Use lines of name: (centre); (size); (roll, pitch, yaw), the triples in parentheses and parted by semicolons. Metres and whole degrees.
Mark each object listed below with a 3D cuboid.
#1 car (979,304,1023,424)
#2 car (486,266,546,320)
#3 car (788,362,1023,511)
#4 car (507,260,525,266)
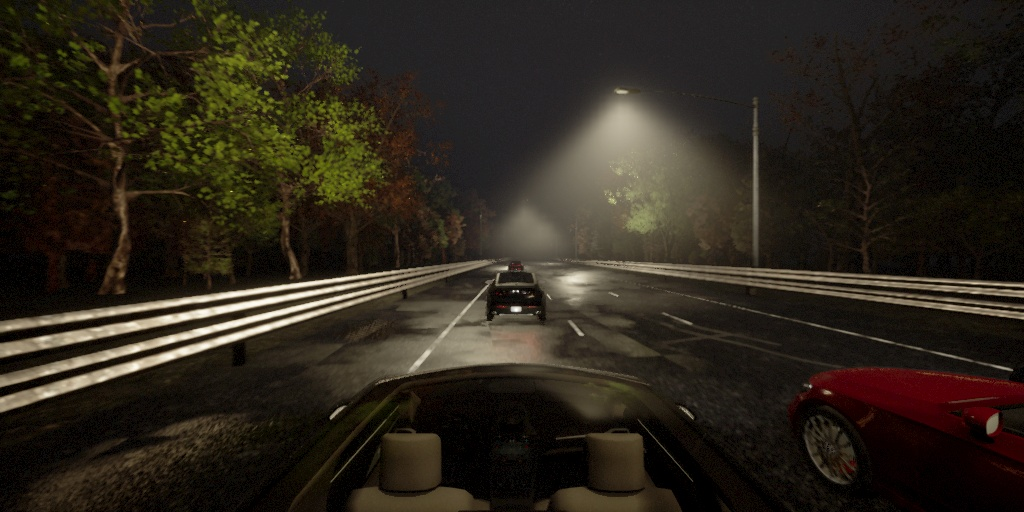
car: (7.106, 1.315, 2.603); (1.994, 1.385, 4.181); (0, 0, 0)
car: (0.132, 1.254, 12.557); (1.837, 1.490, 4.892); (0, 0, 0)
car: (3.605, 1.276, 1.519); (1.812, 1.442, 4.674); (0, 0, 0)
car: (0.503, 1.251, 43.162); (1.837, 1.490, 4.892); (0, 0, 1)
